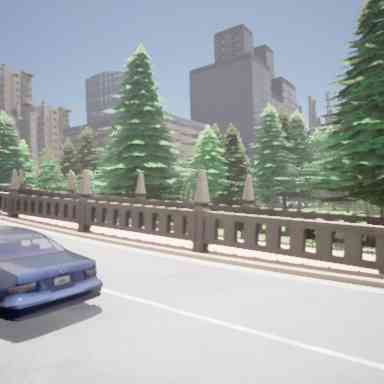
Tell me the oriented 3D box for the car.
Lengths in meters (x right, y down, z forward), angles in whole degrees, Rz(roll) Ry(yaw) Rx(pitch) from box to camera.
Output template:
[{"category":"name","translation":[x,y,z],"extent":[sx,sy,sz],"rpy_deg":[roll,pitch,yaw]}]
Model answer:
[{"category":"car","translation":[-4.203,1.440,6.991],"extent":[5.357,1.411,2.033],"rpy_deg":[2,1,36]}]
